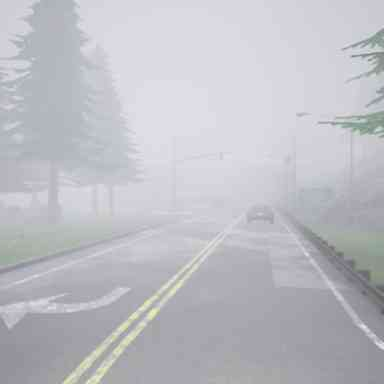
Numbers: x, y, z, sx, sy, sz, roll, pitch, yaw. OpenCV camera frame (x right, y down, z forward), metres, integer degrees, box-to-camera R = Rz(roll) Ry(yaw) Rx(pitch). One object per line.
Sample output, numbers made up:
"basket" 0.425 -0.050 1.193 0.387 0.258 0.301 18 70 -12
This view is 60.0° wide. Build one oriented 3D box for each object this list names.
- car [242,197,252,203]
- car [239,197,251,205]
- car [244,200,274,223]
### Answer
"car" 14.046 2.056 84.471 2.128 1.511 4.902 0 0 12
"car" 10.835 1.895 69.270 1.837 1.490 4.892 0 0 12
"car" 5.388 1.601 26.144 1.994 1.385 4.181 0 0 12
